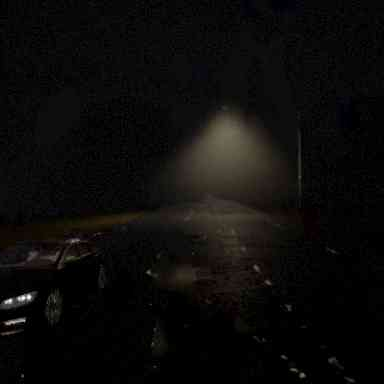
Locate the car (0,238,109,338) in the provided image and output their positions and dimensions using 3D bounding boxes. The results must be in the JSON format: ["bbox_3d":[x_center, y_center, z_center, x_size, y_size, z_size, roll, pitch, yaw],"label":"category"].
[{"bbox_3d":[-3.281,1.820,7.373,2.128,1.511,4.902,-2,-3,2],"label":"car"}]

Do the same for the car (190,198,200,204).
[{"bbox_3d":[0.643,1.907,74.084,1.895,1.301,4.718,0,0,7],"label":"car"}]
